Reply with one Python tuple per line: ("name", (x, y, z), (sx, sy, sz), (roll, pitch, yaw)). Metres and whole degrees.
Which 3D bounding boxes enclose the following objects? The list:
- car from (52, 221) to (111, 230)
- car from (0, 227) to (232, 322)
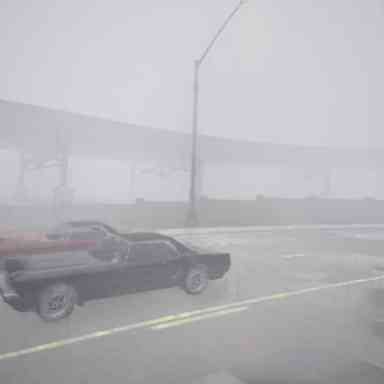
("car", (-3.648, 1.557, 9.965), (4.718, 1.301, 1.895), (1, 0, -34))
("car", (-1.503, 1.582, 7.222), (4.718, 1.301, 1.895), (1, 0, -33))
